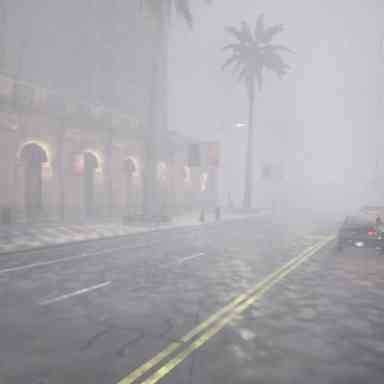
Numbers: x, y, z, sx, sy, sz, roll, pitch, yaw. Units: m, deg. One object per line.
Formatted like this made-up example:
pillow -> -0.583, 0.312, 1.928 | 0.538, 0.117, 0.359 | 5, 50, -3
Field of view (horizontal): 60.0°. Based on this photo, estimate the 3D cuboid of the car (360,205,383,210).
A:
car -> 16.420, 1.933, 30.170 | 2.097, 1.767, 4.553 | 0, -1, 30

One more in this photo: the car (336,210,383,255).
car -> 7.709, 1.790, 14.994 | 1.837, 1.490, 4.892 | 0, -1, 30
